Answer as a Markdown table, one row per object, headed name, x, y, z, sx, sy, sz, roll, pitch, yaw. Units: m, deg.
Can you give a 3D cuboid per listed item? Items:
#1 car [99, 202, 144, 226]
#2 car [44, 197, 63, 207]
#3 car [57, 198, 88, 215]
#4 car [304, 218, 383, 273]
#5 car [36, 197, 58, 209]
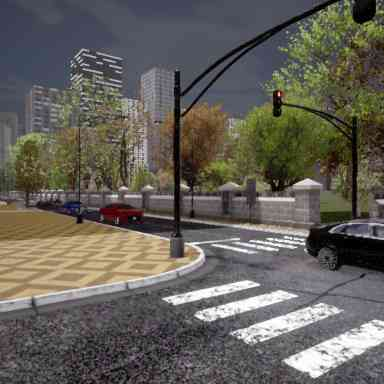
| name | x | y | z | sx | sy | sz | roll | pitch | yaw |
| --- | --- | --- | --- | --- | --- | --- | --- | --- | --- |
| car | -5.277 | 1.535 | 24.536 | 1.882 | 1.535 | 5.008 | 0 | -1 | -34 |
| car | -24.149 | 1.673 | 58.032 | 2.128 | 1.511 | 4.902 | 0 | 0 | -34 |
| car | -12.438 | 1.622 | 35.101 | 1.812 | 1.442 | 4.674 | 0 | 0 | -34 |
| car | 5.386 | 1.498 | 8.827 | 2.128 | 1.511 | 4.902 | 0 | 0 | -34 |
| car | -21.481 | 1.744 | 48.579 | 1.994 | 1.385 | 4.181 | 0 | 0 | -34 |
